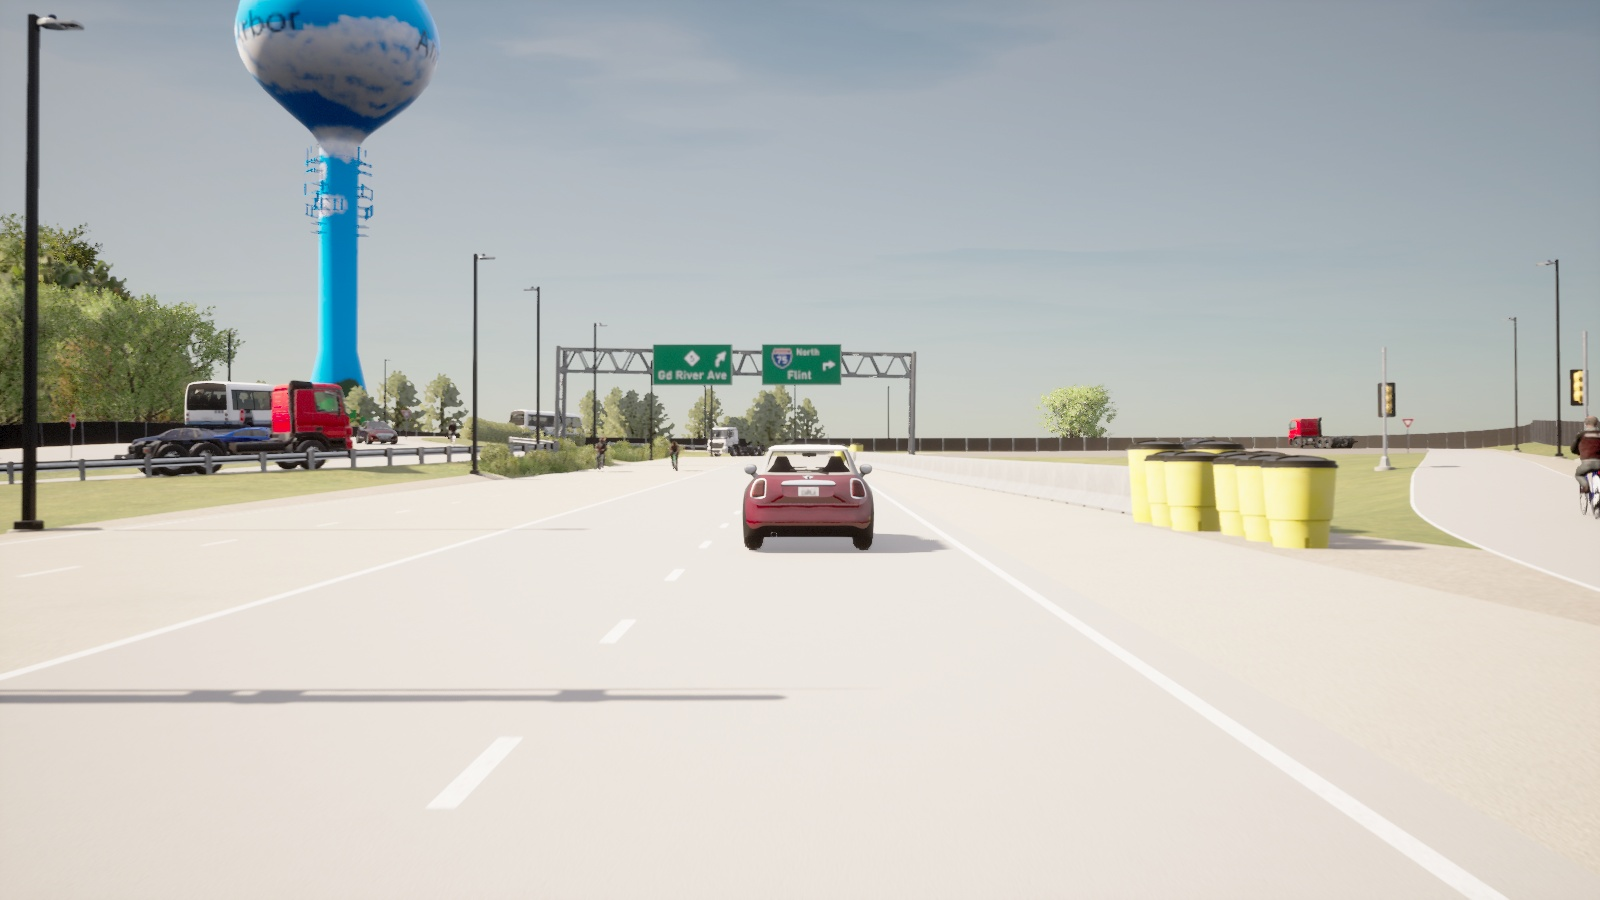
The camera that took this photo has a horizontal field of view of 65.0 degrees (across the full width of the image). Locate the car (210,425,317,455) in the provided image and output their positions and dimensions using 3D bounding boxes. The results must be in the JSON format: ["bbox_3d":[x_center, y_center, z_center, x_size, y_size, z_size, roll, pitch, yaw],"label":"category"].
[{"bbox_3d":[-29.135,-0.547,68.300,5.008,1.535,1.882,-1,3,-1],"label":"car"}]

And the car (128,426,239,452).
[{"bbox_3d":[-35.165,-0.621,71.730,5.357,1.411,2.033,0,3,0],"label":"car"}]

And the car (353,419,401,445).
[{"bbox_3d":[-28.922,-1.238,85.700,2.033,1.649,4.856,0,1,-32],"label":"car"}]

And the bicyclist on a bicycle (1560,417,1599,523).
[{"bbox_3d":[13.659,0.316,21.683,0.659,1.776,1.843,0,1,23],"label":"bicyclist on a bicycle"}]

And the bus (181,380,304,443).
[{"bbox_3d":[-40.083,-2.787,90.868,3.944,4.253,10.273,0,2,2],"label":"bus"}]

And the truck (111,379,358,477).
[{"bbox_3d":[-21.342,-0.912,47.725,7.936,3.462,2.891,-3,2,-42],"label":"truck"}]

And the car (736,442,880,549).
[{"bbox_3d":[0.124,0.613,19.118,1.970,1.475,3.806,0,0,0],"label":"car"}]
